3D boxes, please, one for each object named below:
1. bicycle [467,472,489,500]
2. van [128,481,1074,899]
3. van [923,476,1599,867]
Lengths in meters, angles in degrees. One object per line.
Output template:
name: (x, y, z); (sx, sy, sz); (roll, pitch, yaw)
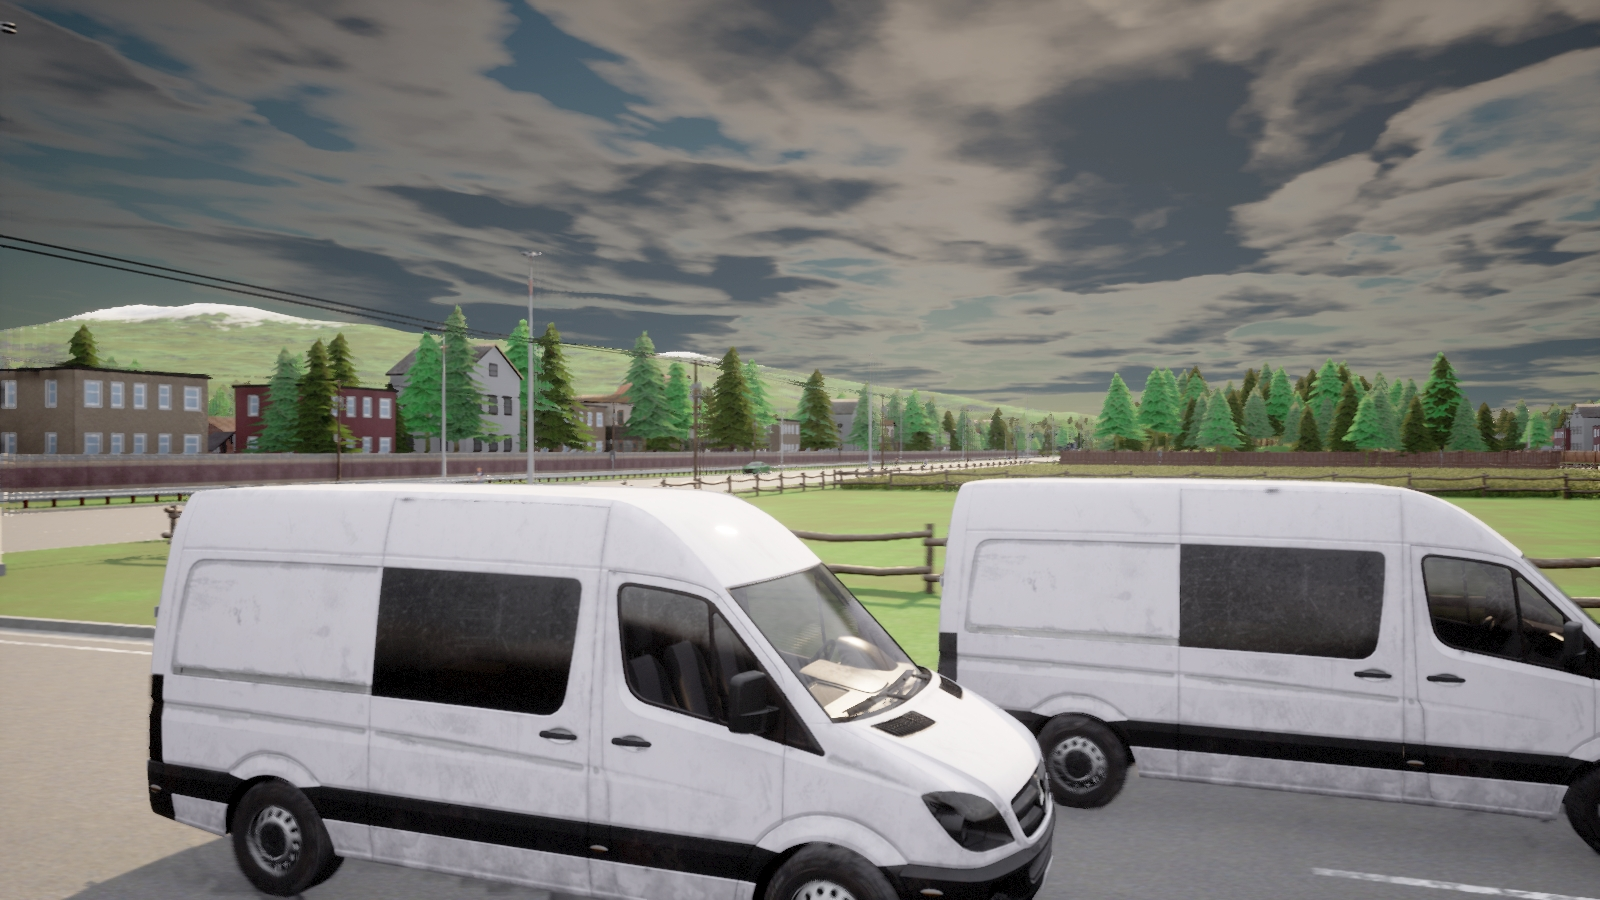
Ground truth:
bicycle: (-18.452, 2.058, 65.512); (0.373, 1.496, 1.643); (0, 0, 19)
van: (-1.343, 1.534, 7.499); (5.915, 2.561, 1.988); (0, 0, 20)
van: (4.125, 1.535, 9.238); (5.915, 2.561, 1.988); (0, 0, 20)
